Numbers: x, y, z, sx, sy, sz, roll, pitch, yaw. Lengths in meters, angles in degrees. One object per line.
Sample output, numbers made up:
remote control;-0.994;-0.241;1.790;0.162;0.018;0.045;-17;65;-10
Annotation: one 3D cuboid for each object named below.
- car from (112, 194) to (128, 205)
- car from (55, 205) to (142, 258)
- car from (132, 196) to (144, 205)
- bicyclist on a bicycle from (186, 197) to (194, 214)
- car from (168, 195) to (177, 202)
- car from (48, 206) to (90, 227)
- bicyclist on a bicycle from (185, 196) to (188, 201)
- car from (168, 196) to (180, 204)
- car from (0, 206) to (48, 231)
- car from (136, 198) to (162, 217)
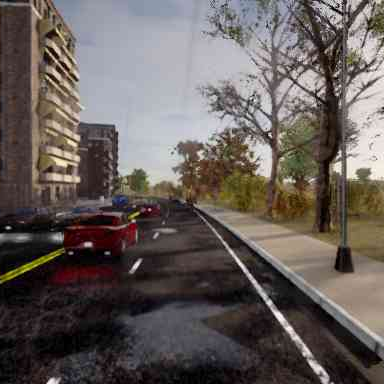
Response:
car;-12.254;1.338;56.899;2.150;2.045;5.566;0;0;-4
car;-3.314;1.506;12.941;1.882;1.535;5.008;0;0;-1
car;-9.022;1.463;57.022;2.097;1.767;4.553;0;0;-4
bicyclist on a bicycle;-0.016;1.515;34.124;0.582;1.620;1.656;0;0;-3
car;-4.591;1.604;78.666;1.882;1.535;5.008;0;0;-7
car;-6.977;1.595;21.269;2.033;1.411;5.357;0;0;-2
bicyclist on a bicycle;-0.591;1.449;44.048;0.659;1.776;1.843;0;0;-4
car;-3.534;1.665;69.024;2.033;1.411;5.357;0;0;-5
car;-10.222;1.598;21.041;2.033;1.411;5.357;0;0;-2
car;-4.002;1.628;32.701;1.994;1.385;4.181;0;0;-3
